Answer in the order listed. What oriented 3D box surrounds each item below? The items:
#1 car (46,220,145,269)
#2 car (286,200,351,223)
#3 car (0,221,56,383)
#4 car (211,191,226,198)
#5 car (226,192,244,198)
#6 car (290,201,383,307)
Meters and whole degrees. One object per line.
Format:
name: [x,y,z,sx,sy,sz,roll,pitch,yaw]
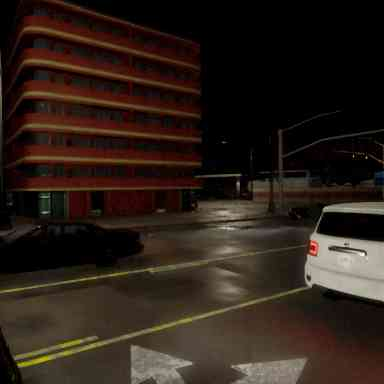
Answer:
car: [-4.079,1.547,9.673,5.357,1.411,2.033,0,0,-35]
car: [8.782,1.264,22.984,4.718,1.301,1.895,-1,0,-35]
car: [-3.667,1.222,1.136,5.566,2.045,2.150,0,0,-35]
car: [7.417,0.671,89.324,4.611,1.667,2.242,-1,1,-35]
car: [11.384,0.818,85.098,3.806,1.475,1.970,-1,1,-35]
car: [4.775,1.218,7.134,5.566,2.045,2.150,0,0,-35]
